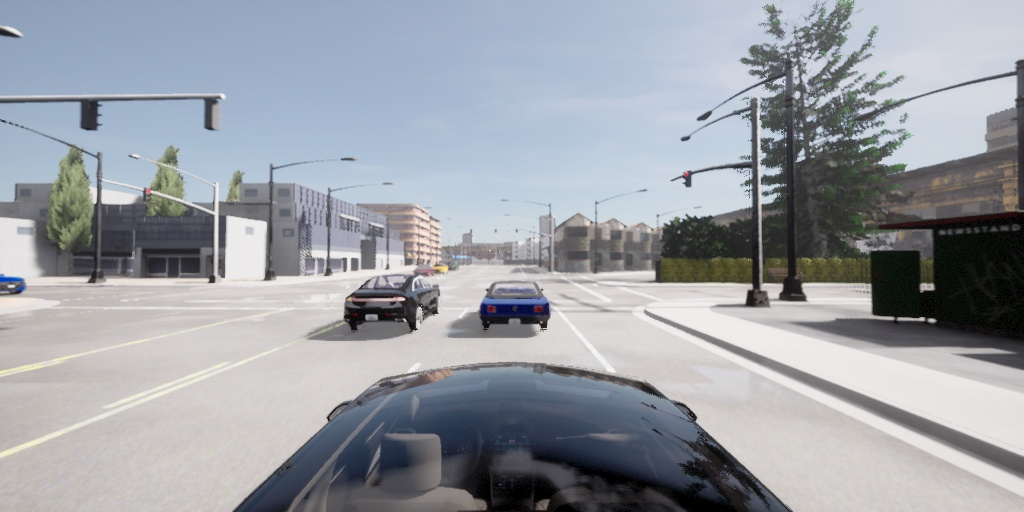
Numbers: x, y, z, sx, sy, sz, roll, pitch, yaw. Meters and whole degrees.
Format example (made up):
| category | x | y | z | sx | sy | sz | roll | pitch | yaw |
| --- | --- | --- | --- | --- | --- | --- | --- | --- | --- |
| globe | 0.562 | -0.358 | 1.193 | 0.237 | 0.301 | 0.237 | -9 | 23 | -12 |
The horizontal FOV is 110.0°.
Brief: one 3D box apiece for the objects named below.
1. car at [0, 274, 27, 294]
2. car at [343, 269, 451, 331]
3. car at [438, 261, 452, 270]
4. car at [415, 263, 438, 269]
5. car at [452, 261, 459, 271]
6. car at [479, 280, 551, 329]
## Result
| category | x | y | z | sx | sy | sz | roll | pitch | yaw |
| --- | --- | --- | --- | --- | --- | --- | --- | --- | --- |
| car | -29.549 | 1.372 | 19.415 | 5.008 | 1.535 | 1.882 | 0 | -1 | 1 |
| car | -3.462 | 1.309 | 11.214 | 2.128 | 1.511 | 4.902 | 0 | 0 | -1 |
| car | -10.643 | 1.820 | 52.832 | 1.882 | 1.535 | 5.008 | 0 | 0 | 0 |
| car | -10.638 | 1.778 | 43.314 | 1.812 | 1.442 | 4.674 | 0 | -1 | 0 |
| car | -10.602 | 1.666 | 62.980 | 2.097 | 1.767 | 4.553 | 0 | 0 | 1 |
| car | 0.086 | 1.420 | 11.449 | 1.895 | 1.301 | 4.718 | 0 | -1 | 0 |
